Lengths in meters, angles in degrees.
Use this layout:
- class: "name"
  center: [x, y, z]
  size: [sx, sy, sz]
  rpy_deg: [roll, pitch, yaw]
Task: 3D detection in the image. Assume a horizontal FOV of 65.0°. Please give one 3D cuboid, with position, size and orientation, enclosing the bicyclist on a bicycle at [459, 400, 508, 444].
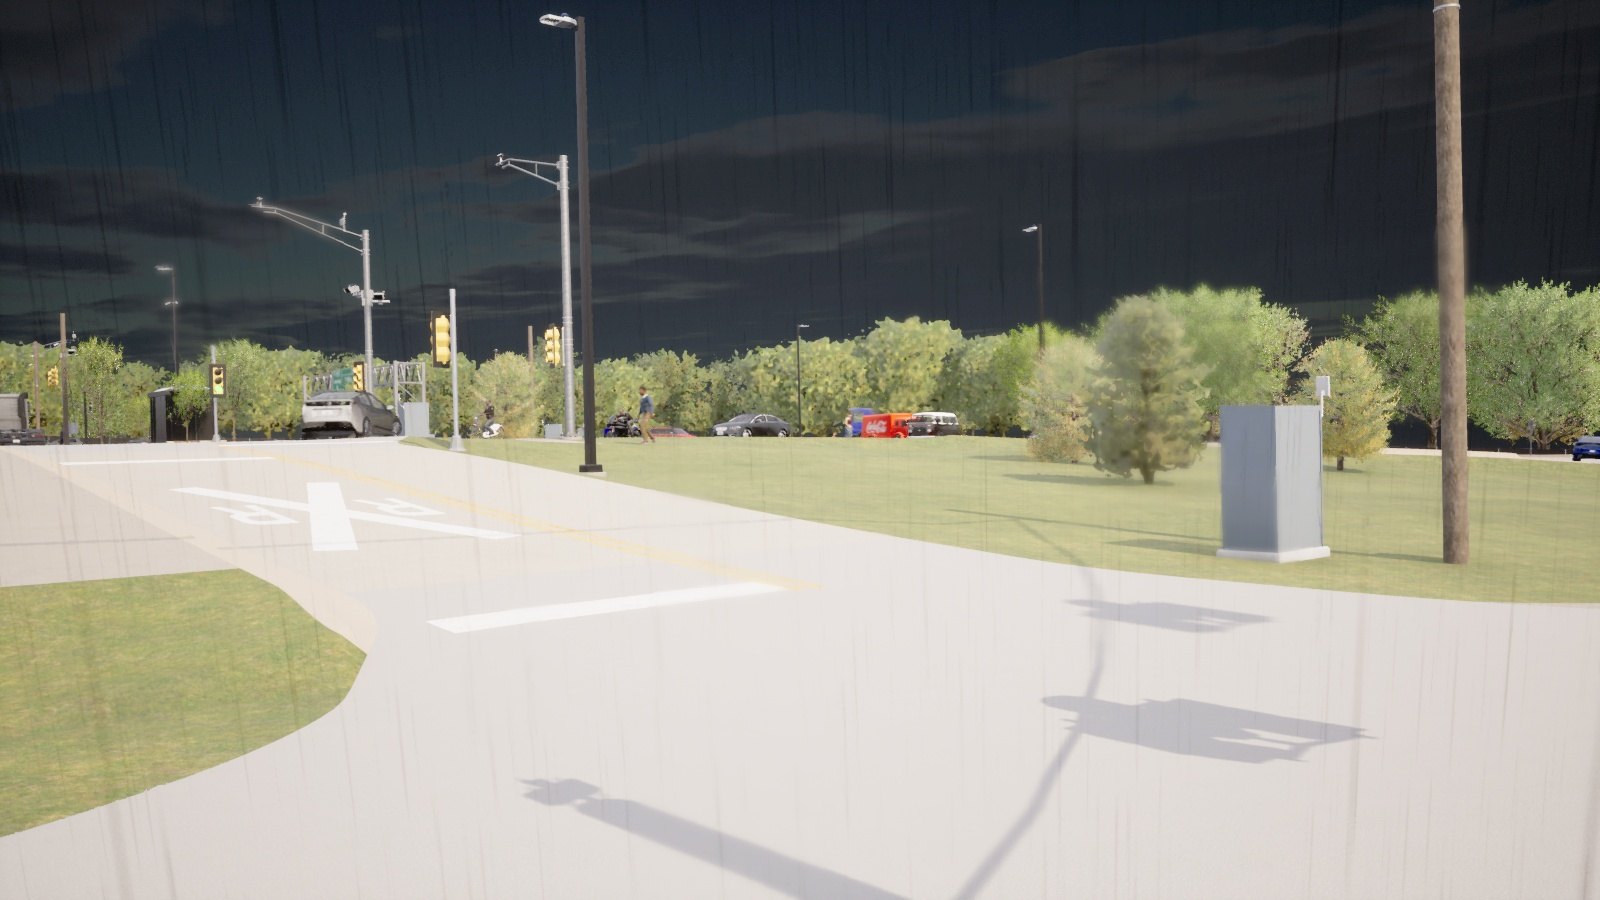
- class: "bicyclist on a bicycle"
  center: [-13.023, -1.157, 51.703]
  size: [1.843, 1.776, 0.659]
  rpy_deg: [-1, 0, -43]

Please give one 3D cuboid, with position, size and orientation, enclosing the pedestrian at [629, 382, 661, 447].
- class: "pedestrian"
  center: [-4.693, -1.081, 37.975]
  size: [0.788, 1.949, 0.423]
  rpy_deg: [-2, 1, -28]

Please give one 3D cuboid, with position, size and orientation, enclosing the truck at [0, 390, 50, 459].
- class: "truck"
  center: [-42.455, -1.262, 66.995]
  size: [2.891, 3.462, 7.936]
  rpy_deg: [-2, 1, -39]

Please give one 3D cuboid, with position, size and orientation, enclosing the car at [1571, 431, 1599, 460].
- class: "car"
  center: [46.163, -0.235, 73.191]
  size: [1.882, 1.535, 5.008]
  rpy_deg: [4, 2, 33]

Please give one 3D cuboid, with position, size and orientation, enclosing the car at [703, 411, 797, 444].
- class: "car"
  center: [-2.435, -1.099, 62.692]
  size: [2.128, 1.511, 4.902]
  rpy_deg: [-1, -1, 36]

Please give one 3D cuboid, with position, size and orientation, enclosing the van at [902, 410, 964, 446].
- class: "van"
  center: [8.031, -1.295, 75.538]
  size: [2.069, 2.038, 4.480]
  rpy_deg: [-1, -1, 29]

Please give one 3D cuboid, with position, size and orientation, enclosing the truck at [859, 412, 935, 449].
- class: "truck"
  center: [6.802, -1.351, 88.444]
  size: [2.627, 2.467, 5.204]
  rpy_deg: [-2, 0, -34]

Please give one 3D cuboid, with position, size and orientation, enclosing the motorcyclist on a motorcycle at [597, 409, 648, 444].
- class: "motorcyclist on a motorcycle"
  center: [-7.998, -1.046, 56.678]
  size: [0.866, 1.530, 2.191]
  rpy_deg: [-1, -1, 44]

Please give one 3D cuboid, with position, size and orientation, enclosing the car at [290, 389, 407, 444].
- class: "car"
  center: [-13.609, -0.975, 38.160]
  size: [2.007, 1.525, 4.514]
  rpy_deg: [-2, 1, -2]
